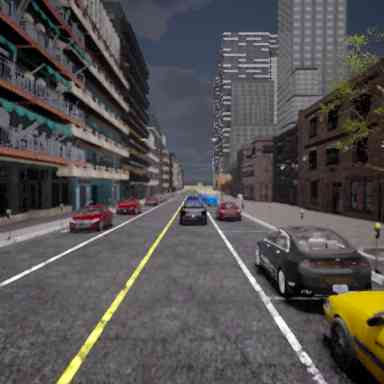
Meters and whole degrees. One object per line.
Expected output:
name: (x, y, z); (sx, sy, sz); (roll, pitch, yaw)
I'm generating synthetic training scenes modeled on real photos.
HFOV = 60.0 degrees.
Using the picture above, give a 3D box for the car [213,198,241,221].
car: (2.680, 1.410, 24.964); (1.802, 1.307, 4.206); (-1, 0, 0)

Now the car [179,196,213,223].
car: (0.102, 1.330, 23.768); (2.128, 1.511, 4.902); (0, 1, 0)

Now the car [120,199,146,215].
car: (-5.700, 1.334, 30.500); (1.887, 1.381, 4.507); (-1, 0, 0)

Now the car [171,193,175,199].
car: (-5.694, 0.964, 80.722); (2.008, 1.369, 4.403); (-1, 0, 0)

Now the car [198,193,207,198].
car: (2.688, 0.934, 86.344); (1.947, 1.339, 4.313); (-1, 0, 0)

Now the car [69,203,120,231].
car: (-5.701, 1.450, 19.340); (1.802, 1.307, 4.206); (-1, 0, 0)

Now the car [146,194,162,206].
car: (-5.697, 1.250, 47.241); (1.802, 1.307, 4.206); (-1, 0, 0)

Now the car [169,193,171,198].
car: (-5.697, 0.984, 63.981); (1.967, 1.590, 4.097); (-1, 0, 0)

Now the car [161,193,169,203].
car: (-5.697, 1.137, 58.402); (2.008, 1.369, 4.403); (-1, 0, 0)

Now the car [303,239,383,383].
car: (2.667, 1.506, 2.815); (1.752, 1.417, 4.829); (-1, 0, 0)

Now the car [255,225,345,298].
car: (2.682, 1.495, 8.224); (2.008, 1.369, 4.403); (-1, 0, 0)

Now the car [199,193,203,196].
car: (0.105, 1.187, 41.516); (1.882, 1.535, 5.008); (0, 0, 0)

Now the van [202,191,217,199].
van: (2.679, 1.009, 47.281); (1.690, 1.788, 3.998); (-1, 0, 0)

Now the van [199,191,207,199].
van: (2.683, 0.754, 80.762); (1.690, 1.788, 3.998); (-1, 0, 0)

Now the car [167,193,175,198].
car: (-5.692, 0.868, 91.883); (1.887, 1.381, 4.507); (-1, 0, 0)
